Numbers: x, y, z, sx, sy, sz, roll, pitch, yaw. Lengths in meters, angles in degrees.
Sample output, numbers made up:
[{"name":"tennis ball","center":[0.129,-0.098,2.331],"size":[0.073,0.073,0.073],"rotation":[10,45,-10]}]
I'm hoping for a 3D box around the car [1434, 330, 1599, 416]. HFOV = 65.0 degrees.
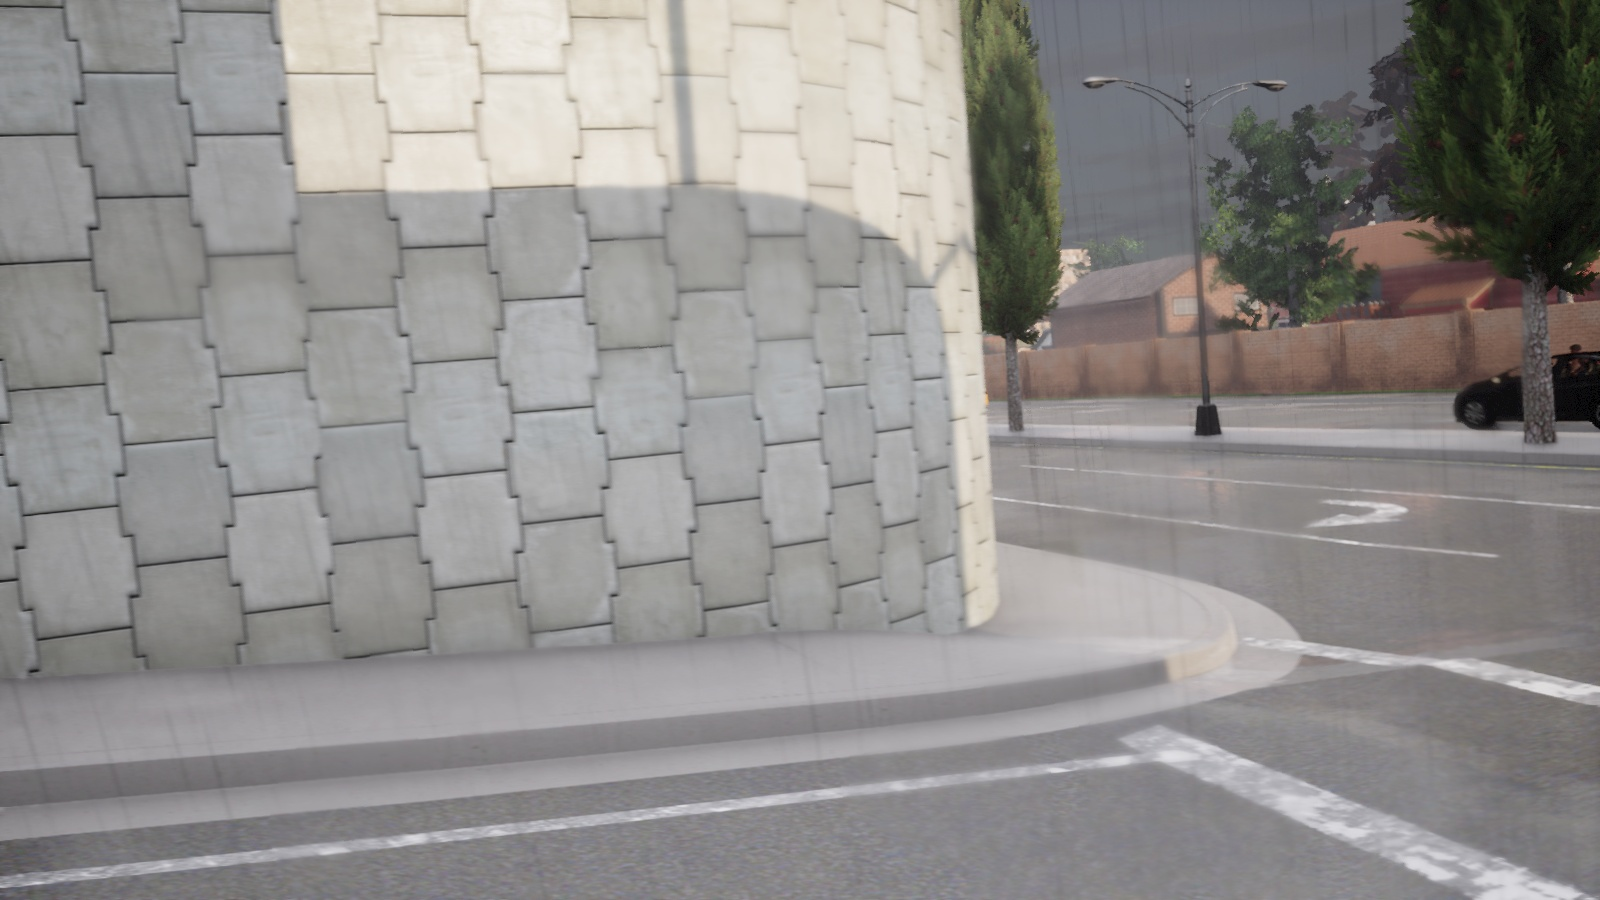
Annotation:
[{"name":"car","center":[15.392,-1.565,25.207],"size":[2.007,1.525,4.514],"rotation":[-7,4,-21]}]
